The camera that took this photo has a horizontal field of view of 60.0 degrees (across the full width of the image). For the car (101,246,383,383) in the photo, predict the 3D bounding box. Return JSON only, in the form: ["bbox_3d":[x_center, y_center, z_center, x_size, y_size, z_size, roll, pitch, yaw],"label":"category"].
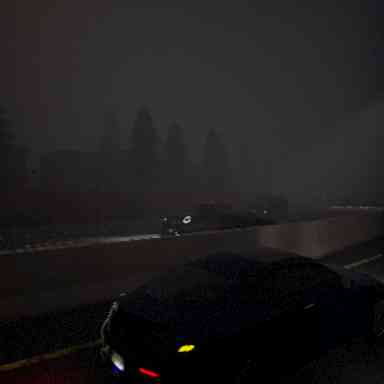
[{"bbox_3d":[1.072,1.529,4.784,4.674,1.442,1.812,0,0,-37],"label":"car"}]

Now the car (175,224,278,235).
[{"bbox_3d":[1.717,1.560,14.612,5.357,1.411,2.033,0,0,-42],"label":"car"}]
